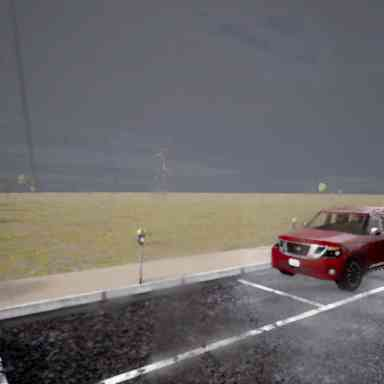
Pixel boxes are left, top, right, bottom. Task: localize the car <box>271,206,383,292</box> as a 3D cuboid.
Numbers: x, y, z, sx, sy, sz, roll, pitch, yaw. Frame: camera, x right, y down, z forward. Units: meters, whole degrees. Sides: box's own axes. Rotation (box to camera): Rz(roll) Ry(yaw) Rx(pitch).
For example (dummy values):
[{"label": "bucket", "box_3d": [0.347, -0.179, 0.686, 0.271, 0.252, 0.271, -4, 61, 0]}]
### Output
[{"label": "car", "box_3d": [4.454, 1.345, 9.263, 5.009, 1.841, 2.192, 0, 1, -36]}]
